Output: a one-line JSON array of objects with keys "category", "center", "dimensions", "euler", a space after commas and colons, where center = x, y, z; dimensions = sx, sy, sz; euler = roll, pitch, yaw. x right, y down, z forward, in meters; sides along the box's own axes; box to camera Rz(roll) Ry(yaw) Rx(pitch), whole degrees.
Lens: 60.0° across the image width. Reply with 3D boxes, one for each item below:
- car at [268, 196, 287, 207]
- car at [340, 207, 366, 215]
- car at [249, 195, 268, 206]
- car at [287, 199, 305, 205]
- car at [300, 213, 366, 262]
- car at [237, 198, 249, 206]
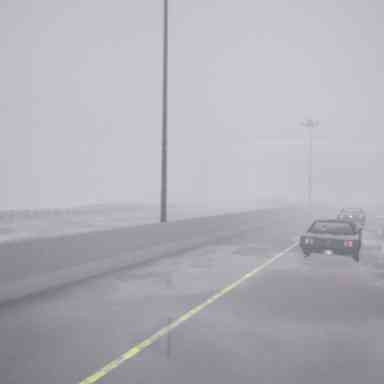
[{"category": "car", "center": [16.799, 1.731, 63.714], "dimensions": [2.150, 2.045, 5.566], "euler": [0, 0, 28]}, {"category": "car", "center": [12.648, 1.864, 26.188], "dimensions": [1.895, 1.301, 4.718], "euler": [0, 0, 28]}, {"category": "car", "center": [13.711, 1.710, 65.355], "dimensions": [2.150, 2.045, 5.566], "euler": [0, 0, 28]}, {"category": "car", "center": [19.909, 2.076, 62.115], "dimensions": [2.033, 1.411, 5.357], "euler": [0, 0, 29]}, {"category": "car", "center": [5.582, 1.724, 12.964], "dimensions": [1.895, 1.301, 4.718], "euler": [0, 0, 29]}, {"category": "car", "center": [10.631, 1.945, 67.014], "dimensions": [1.882, 1.535, 5.008], "euler": [0, 0, 28]}]
